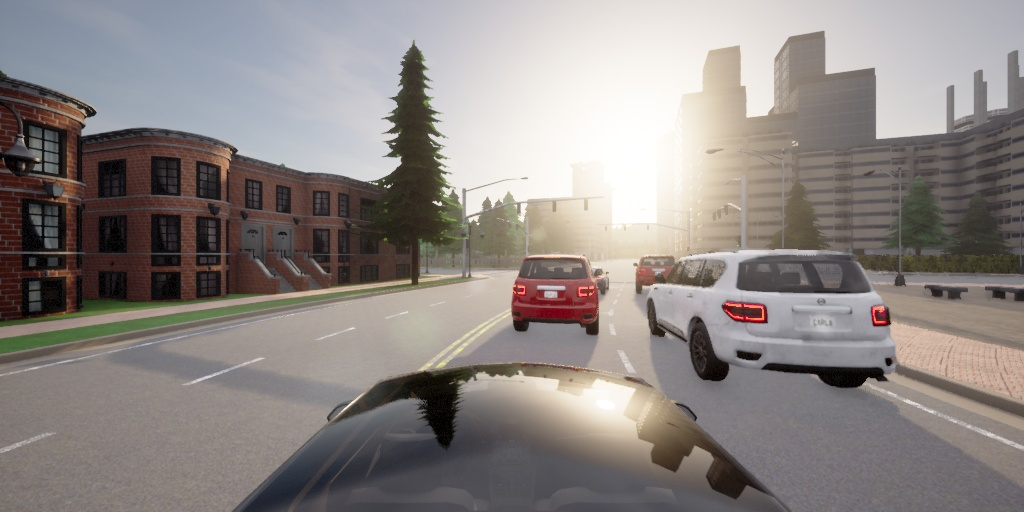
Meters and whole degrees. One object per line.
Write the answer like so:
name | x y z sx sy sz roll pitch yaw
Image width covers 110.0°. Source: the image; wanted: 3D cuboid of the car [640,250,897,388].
car | 4.294 0.963 7.140 2.150 2.045 5.566 0 -1 9

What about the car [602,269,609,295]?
car | 4.361 1.276 20.000 1.812 1.442 4.674 0 0 19

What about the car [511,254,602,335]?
car | 1.493 0.971 10.806 2.150 2.045 5.566 0 0 13

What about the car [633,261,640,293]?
car | 8.169 0.968 20.339 2.150 2.045 5.566 0 0 19
